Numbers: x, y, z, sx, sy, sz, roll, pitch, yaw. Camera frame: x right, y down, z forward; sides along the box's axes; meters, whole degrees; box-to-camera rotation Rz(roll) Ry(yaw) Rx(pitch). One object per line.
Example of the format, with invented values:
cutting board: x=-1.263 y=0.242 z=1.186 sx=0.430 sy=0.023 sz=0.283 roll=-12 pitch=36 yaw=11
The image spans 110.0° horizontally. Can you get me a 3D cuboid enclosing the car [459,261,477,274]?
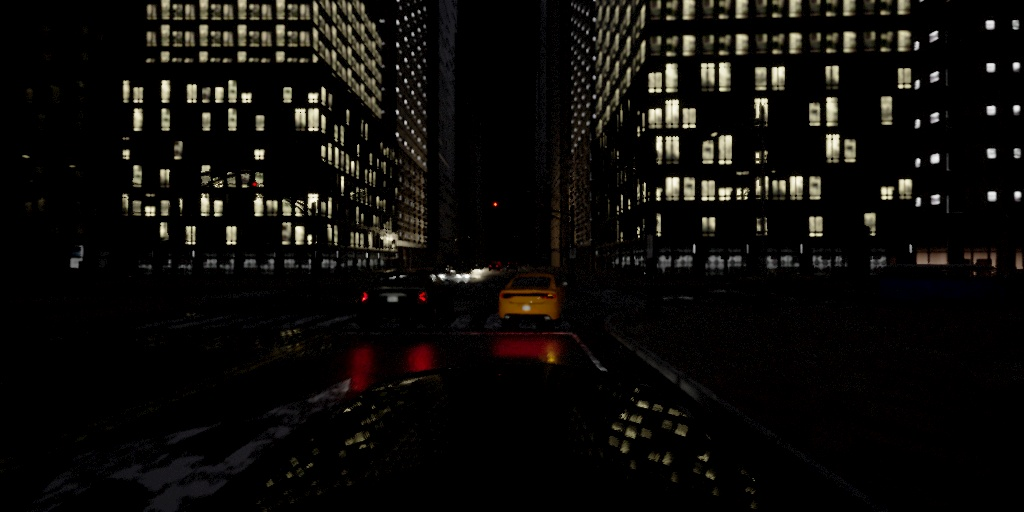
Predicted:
car: x=-6.572 y=1.746 z=49.587 sx=2.128 sy=1.511 sz=4.902 roll=0 pitch=-1 yaw=0

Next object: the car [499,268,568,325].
car: x=0.878 y=1.330 z=12.528 sx=1.882 sy=1.535 sz=5.008 roll=0 pitch=-1 yaw=11

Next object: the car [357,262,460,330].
car: x=-3.180 y=1.195 z=11.715 sx=2.097 sy=1.767 sz=4.553 roll=0 pitch=-1 yaw=0

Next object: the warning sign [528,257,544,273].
warning sign: x=2.854 y=1.299 z=43.531 sx=1.300 sy=1.860 sz=1.060 roll=0 pitch=0 yaw=0

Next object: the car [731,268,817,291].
car: x=17.090 y=1.497 z=23.542 sx=4.829 sy=1.417 sz=1.751 roll=0 pitch=0 yaw=2

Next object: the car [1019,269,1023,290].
car: x=32.484 y=1.522 z=22.855 sx=4.507 sy=1.381 sz=1.888 roll=0 pitch=0 yaw=2

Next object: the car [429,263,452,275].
car: x=-9.821 y=1.746 z=49.533 sx=2.128 sy=1.511 sz=4.902 roll=0 pitch=-1 yaw=0

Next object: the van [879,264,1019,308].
van: x=18.359 y=1.247 z=15.370 sx=3.998 sy=1.789 sz=1.690 roll=0 pitch=0 yaw=2
